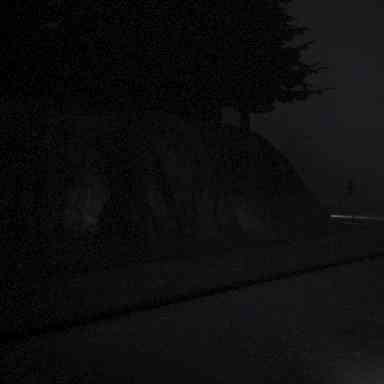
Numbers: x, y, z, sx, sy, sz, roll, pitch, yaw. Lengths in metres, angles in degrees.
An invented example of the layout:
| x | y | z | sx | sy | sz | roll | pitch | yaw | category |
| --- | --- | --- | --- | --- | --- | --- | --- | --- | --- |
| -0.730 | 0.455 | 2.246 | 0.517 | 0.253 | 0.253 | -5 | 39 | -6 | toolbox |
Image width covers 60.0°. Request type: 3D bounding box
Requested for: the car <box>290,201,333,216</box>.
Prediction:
| x | y | z | sx | sy | sz | roll | pitch | yaw | category |
| --- | --- | --- | --- | --- | --- | --- | --- | --- | --- |
| 11.599 | 1.554 | 32.666 | 1.994 | 1.385 | 4.181 | 0 | 0 | -35 | car |
